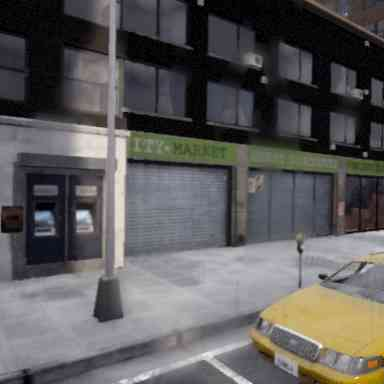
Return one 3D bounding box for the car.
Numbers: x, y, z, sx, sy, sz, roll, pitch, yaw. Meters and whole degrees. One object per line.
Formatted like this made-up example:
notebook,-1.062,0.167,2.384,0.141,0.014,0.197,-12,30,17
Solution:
car,2.993,1.533,4.898,4.829,1.417,1.752,1,0,-34
